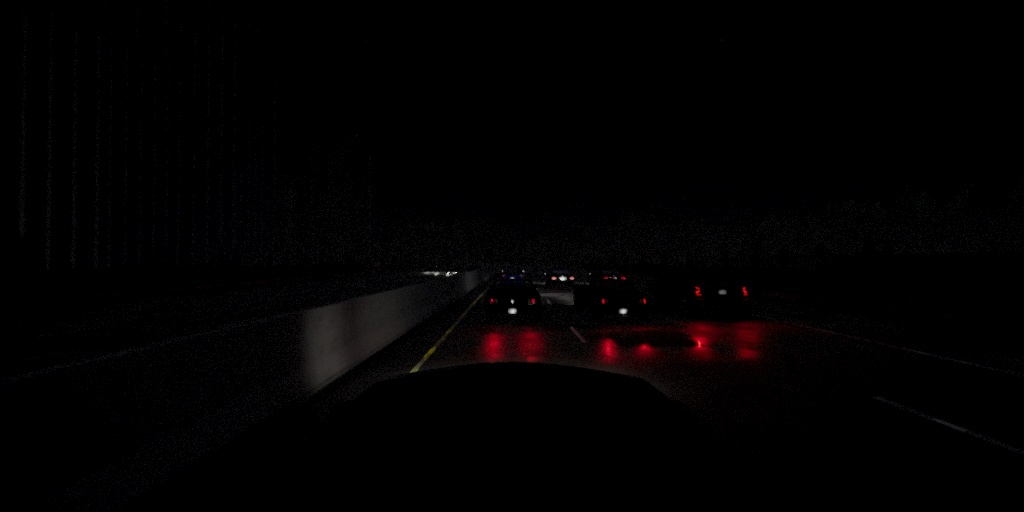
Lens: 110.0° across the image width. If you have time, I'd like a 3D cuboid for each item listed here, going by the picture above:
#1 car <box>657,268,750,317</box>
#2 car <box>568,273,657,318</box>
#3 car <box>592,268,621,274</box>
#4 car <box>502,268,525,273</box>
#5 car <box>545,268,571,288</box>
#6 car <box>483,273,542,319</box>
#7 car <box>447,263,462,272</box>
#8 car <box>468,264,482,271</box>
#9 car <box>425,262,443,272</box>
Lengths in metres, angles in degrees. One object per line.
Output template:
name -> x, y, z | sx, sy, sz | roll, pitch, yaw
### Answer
car -> 7.044, 1.248, 14.081 | 2.097, 1.767, 4.553 | 0, -1, 1
car -> 3.540, 1.491, 13.573 | 1.895, 1.301, 4.718 | 0, -1, 0
car -> 7.041, 1.597, 27.025 | 2.033, 1.411, 5.357 | 0, -1, 1
car -> 0.088, 1.640, 29.222 | 1.994, 1.385, 4.181 | 0, -1, 1
car -> 3.541, 1.597, 27.030 | 2.033, 1.411, 5.357 | 0, -1, 1
car -> 0.039, 1.491, 13.578 | 1.895, 1.301, 4.718 | 0, -1, 0
car -> -9.714, 1.937, 60.666 | 2.128, 1.511, 4.902 | 0, -1, 2
car -> -6.213, 1.990, 60.370 | 2.033, 1.411, 5.357 | 0, -1, 2
car -> -13.215, 1.798, 60.635 | 2.097, 1.767, 4.553 | 0, -1, 2
